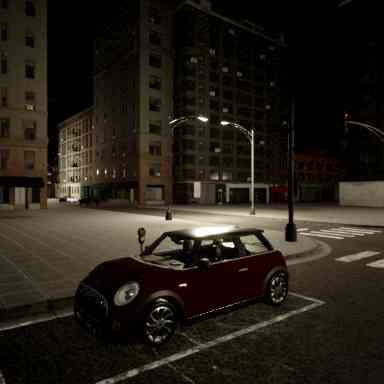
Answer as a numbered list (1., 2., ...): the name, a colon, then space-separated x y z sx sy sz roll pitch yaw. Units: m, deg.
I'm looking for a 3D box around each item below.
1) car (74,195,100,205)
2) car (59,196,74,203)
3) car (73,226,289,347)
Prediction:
1. car: -15.842 1.221 51.149 2.128 1.511 4.902 0 0 -38
2. car: -22.165 1.275 59.248 1.895 1.301 4.718 0 0 -39
3. car: -0.052 1.440 6.265 4.097 1.590 1.967 0 0 -38
